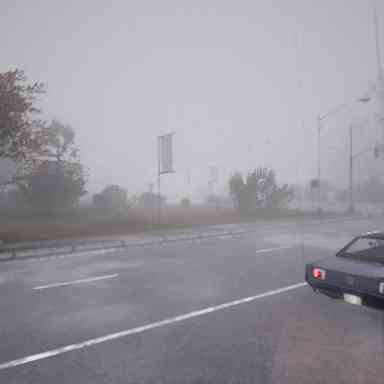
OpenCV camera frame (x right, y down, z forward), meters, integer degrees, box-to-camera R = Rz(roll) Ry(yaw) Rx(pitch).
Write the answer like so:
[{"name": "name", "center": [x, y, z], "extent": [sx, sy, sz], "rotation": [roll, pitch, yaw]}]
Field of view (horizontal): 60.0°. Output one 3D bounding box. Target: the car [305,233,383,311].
[{"name": "car", "center": [4.564, 1.529, 6.996], "extent": [4.718, 1.301, 1.895], "rotation": [-1, 0, -36]}]

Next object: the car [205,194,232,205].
[{"name": "car", "center": [3.843, 1.090, 47.419], "extent": [1.837, 1.490, 4.892], "rotation": [-1, 1, -39]}]

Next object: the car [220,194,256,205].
[{"name": "car", "center": [6.798, 1.079, 49.325], "extent": [2.033, 1.411, 5.357], "rotation": [-1, 1, -39]}]
